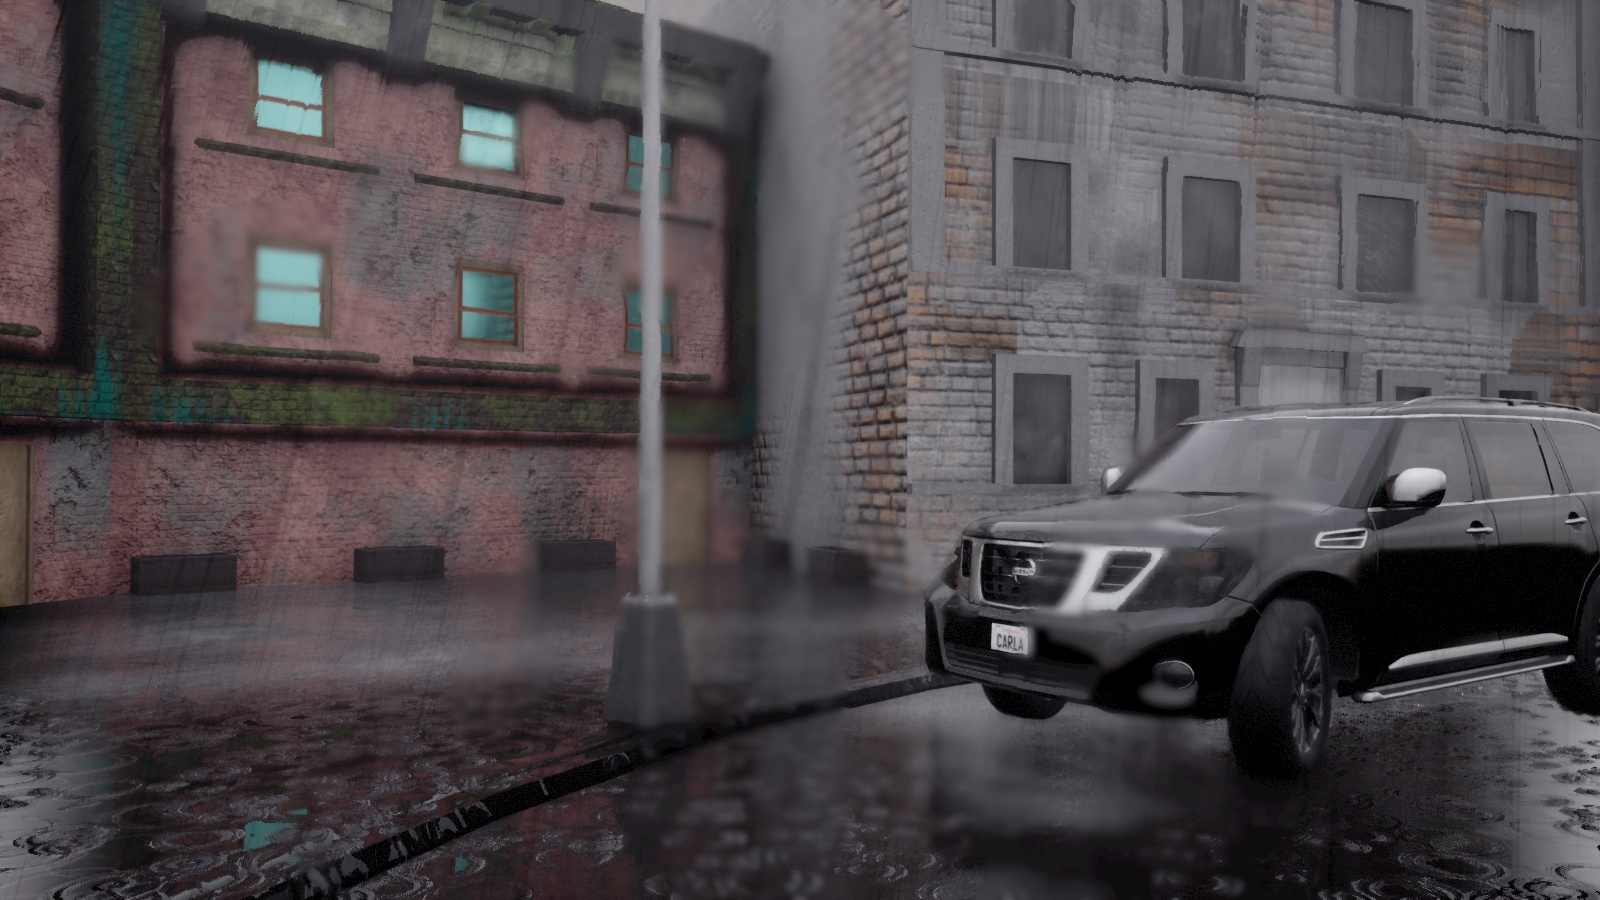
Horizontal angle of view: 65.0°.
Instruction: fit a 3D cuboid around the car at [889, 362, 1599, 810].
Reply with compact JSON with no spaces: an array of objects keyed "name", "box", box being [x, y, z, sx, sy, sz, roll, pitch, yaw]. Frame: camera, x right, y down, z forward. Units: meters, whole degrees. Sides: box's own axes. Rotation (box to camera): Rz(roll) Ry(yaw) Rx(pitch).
[{"name":"car","box":[3.459,0.651,8.170,5.566,2.045,2.150,0,-1,-33]}]
